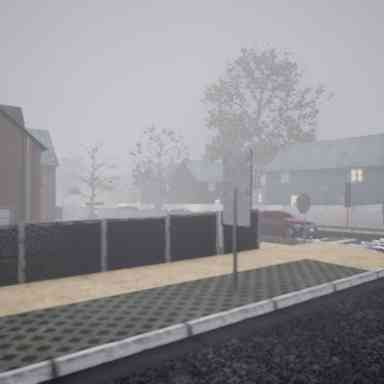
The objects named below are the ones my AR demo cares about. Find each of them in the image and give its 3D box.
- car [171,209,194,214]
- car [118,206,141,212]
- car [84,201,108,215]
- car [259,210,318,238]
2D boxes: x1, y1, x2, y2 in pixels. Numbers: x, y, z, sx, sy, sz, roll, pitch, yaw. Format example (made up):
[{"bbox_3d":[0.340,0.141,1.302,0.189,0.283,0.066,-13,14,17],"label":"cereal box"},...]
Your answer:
[{"bbox_3d":[-0.744,2.066,27.486,1.994,1.385,4.181,1,-2,-35],"label":"car"},{"bbox_3d":[-6.762,2.262,35.994,1.837,1.490,4.892,1,-2,-36],"label":"car"},{"bbox_3d":[-12.859,2.240,44.706,2.150,2.045,5.566,1,-2,-35],"label":"car"},{"bbox_3d":[4.972,1.788,19.396,1.812,1.442,4.674,1,-2,-35],"label":"car"}]
